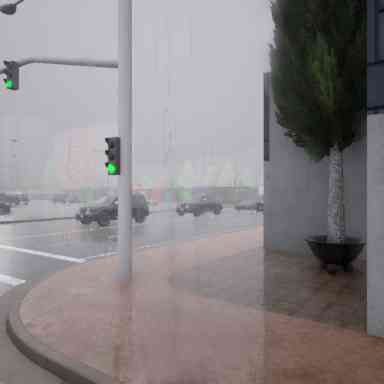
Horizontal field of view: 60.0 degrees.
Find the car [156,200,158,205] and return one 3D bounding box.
[{"bbox_3d":[-7.135,1.395,52.039,3.806,1.475,1.970,0,0,35],"label":"car"}]

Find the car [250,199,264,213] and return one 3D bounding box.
[{"bbox_3d":[8.661,1.477,36.444,1.882,1.535,5.008,0,0,37],"label":"car"}]

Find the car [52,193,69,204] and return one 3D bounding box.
[{"bbox_3d":[-23.120,1.153,59.806,4.605,1.855,1.932,0,0,35],"label":"car"}]

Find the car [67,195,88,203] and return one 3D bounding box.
[{"bbox_3d":[-21.392,1.364,62.131,3.905,1.438,1.784,0,0,35],"label":"car"}]

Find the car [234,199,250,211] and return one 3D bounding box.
[{"bbox_3d":[7.197,1.547,40.625,2.033,1.411,5.357,0,0,37],"label":"car"}]

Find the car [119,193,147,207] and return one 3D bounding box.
[{"bbox_3d":[-8.820,1.156,49.684,3.866,1.878,1.905,0,0,35],"label":"car"}]

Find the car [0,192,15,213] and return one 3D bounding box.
[{"bbox_3d":[-20.146,1.156,33.658,3.866,1.878,1.905,0,0,35],"label":"car"}]

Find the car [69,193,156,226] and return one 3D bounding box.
[{"bbox_3d":[-5.471,1.221,23.707,2.150,2.045,5.566,0,0,36],"label":"car"}]

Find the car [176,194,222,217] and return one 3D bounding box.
[{"bbox_3d":[0.798,1.221,32.111,2.150,2.045,5.566,0,0,37],"label":"car"}]
